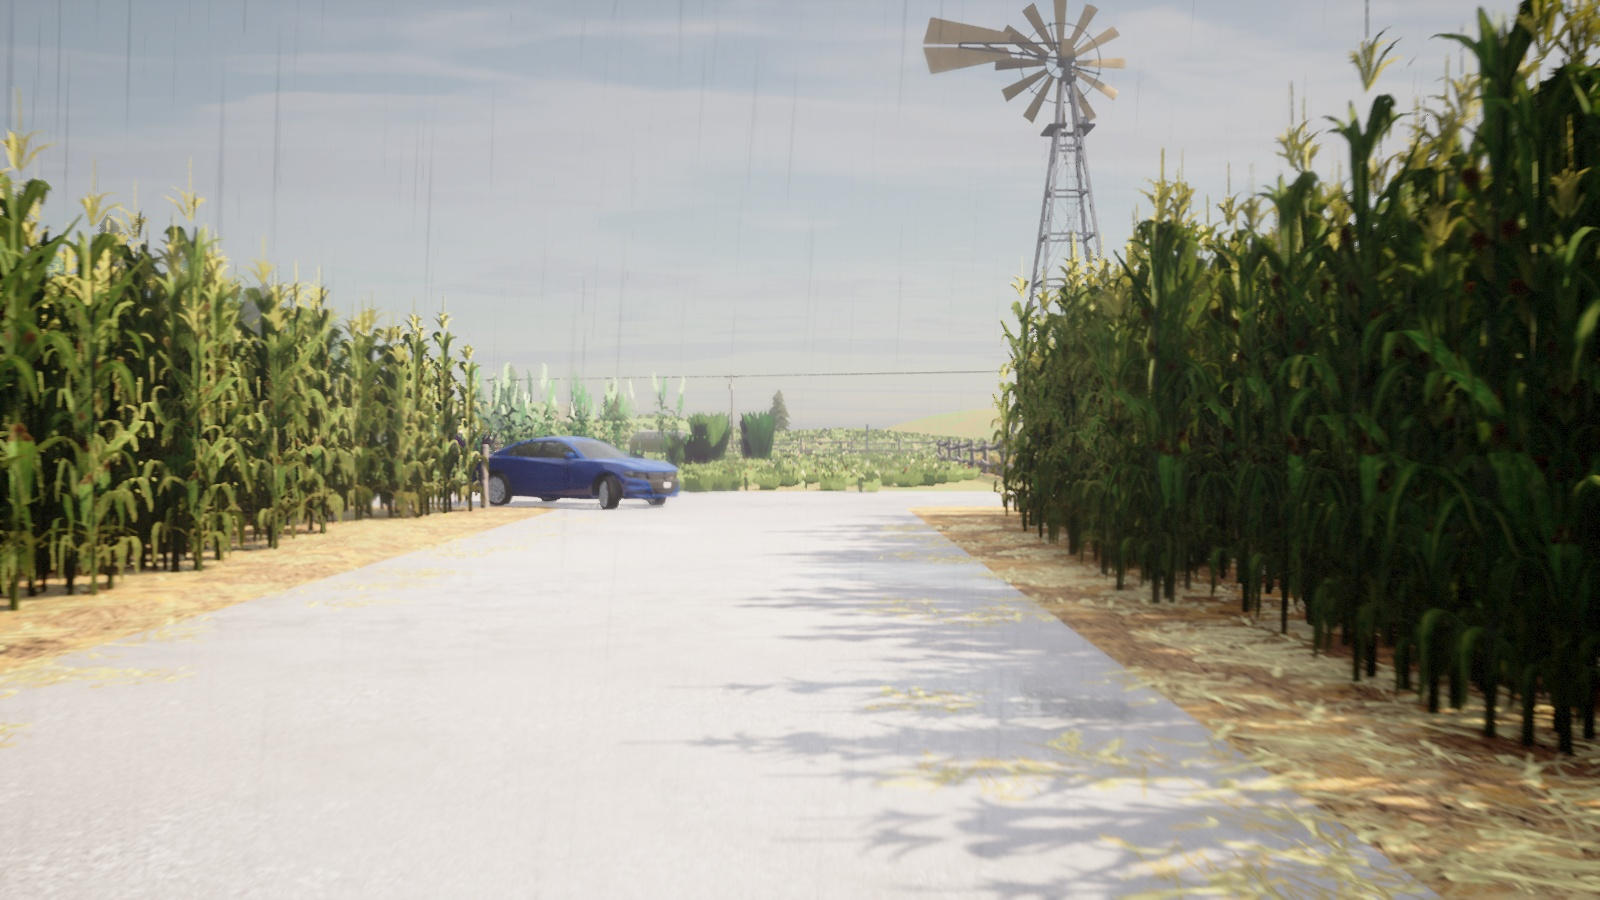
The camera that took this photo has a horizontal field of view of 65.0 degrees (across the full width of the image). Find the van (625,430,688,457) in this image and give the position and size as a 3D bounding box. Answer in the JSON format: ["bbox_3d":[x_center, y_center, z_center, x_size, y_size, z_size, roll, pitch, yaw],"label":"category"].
[{"bbox_3d":[-10.829,-0.505,95.132,4.442,1.987,1.775,0,1,6],"label":"van"}]

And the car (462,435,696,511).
[{"bbox_3d":[-4.864,0.445,27.339,5.008,1.535,1.882,0,0,31],"label":"car"}]
